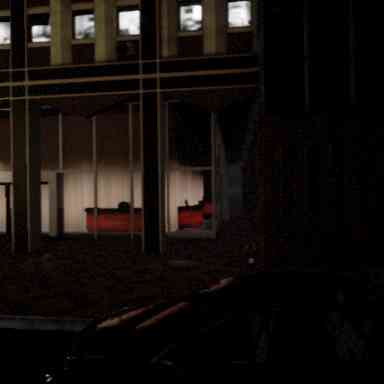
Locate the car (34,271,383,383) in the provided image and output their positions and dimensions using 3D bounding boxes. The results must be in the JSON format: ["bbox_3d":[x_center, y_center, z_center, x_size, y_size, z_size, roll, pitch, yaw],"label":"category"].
[{"bbox_3d":[0.690,1.547,3.305,4.313,1.339,1.947,-1,0,7],"label":"car"}]
